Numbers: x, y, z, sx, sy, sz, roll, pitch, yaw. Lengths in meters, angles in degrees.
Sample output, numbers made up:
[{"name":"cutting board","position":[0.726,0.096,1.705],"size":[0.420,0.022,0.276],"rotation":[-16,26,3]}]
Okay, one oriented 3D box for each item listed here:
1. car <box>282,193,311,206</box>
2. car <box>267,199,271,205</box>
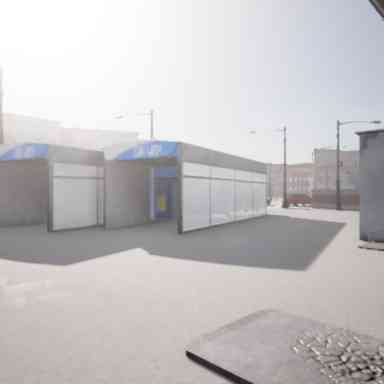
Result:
[{"name":"car","position":[16.868,1.160,52.508],"size":[5.566,2.045,2.150],"rotation":[0,0,-23]},{"name":"car","position":[10.669,1.435,54.011],"size":[4.902,1.511,2.128],"rotation":[0,0,-31]}]
